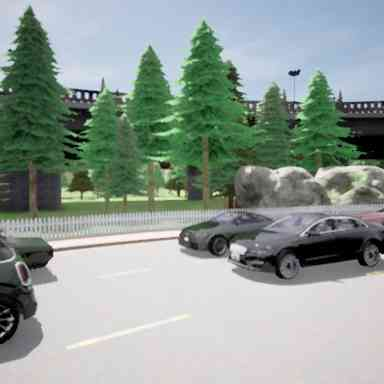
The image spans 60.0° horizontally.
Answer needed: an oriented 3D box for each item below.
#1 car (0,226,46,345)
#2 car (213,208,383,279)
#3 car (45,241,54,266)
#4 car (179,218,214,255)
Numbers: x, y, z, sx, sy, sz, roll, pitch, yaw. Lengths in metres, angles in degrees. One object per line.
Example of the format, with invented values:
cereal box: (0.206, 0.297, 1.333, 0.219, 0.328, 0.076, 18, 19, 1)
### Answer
car: (-4.763, 1.369, 4.716, 4.553, 1.767, 2.097, -1, 1, -33)
car: (3.365, 1.362, 9.520, 4.902, 1.511, 2.128, -1, 1, -23)
car: (-6.024, 1.603, 8.093, 4.718, 1.301, 1.895, -1, 1, -32)
car: (1.606, 1.429, 12.442, 4.181, 1.385, 1.994, -1, 1, -25)
